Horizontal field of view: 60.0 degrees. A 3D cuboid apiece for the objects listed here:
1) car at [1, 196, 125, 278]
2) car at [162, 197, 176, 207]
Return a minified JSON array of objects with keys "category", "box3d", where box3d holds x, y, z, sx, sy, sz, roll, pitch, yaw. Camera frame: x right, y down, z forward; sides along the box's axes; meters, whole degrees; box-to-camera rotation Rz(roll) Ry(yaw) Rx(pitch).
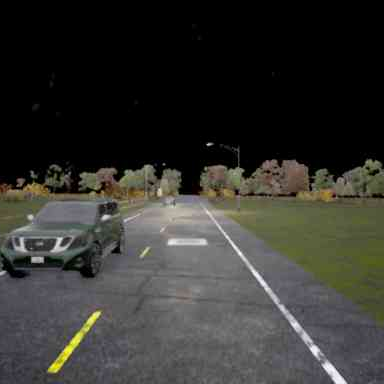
[{"category":"car","box3d":[-3.601,1.219,10.513,2.150,2.045,5.566,0,0,0]},{"category":"car","box3d":[-3.569,1.486,52.627,2.128,1.511,4.902,0,0,0]}]
